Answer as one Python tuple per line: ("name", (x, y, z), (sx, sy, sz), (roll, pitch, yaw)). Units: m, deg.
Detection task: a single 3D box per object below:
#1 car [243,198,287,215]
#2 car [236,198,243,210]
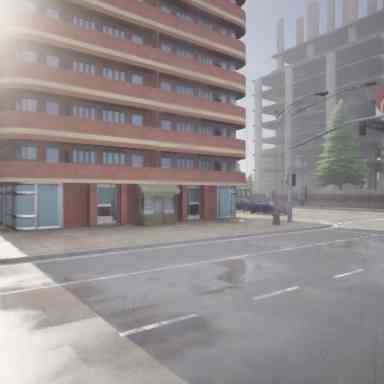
("car", (7.563, 1.526, 32.680), (1.812, 1.442, 4.674), (0, 0, -36))
("car", (6.322, 1.504, 40.303), (1.837, 1.490, 4.892), (0, 0, -36))
